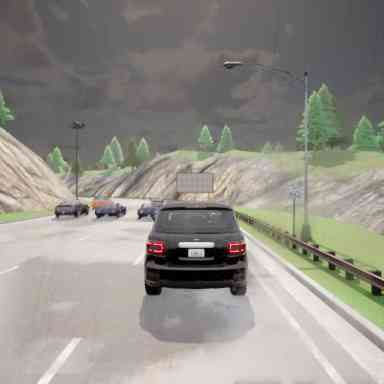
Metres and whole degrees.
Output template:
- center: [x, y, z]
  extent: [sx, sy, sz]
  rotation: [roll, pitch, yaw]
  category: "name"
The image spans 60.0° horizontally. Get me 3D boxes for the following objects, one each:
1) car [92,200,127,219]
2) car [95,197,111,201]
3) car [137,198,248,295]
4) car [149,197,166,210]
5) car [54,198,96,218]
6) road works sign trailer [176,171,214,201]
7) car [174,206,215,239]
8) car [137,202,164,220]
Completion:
- center: [-6.999, 1.601, 29.168]
  extent: [1.895, 1.301, 4.718]
  rotation: [0, 0, -1]
  category: "car"
- center: [-11.471, 1.352, 42.432]
  extent: [2.097, 1.767, 4.553]
  rotation: [0, 0, -6]
  category: "car"
- center: [0.088, 1.221, 8.833]
  extent: [2.150, 2.045, 5.566]
  rotation: [0, 0, 0]
  category: "car"
- center: [-4.533, 1.491, 43.267]
  extent: [2.128, 1.511, 4.902]
  rotation: [0, 0, -7]
  category: "car"
- center: [-10.511, 1.490, 29.474]
  extent: [2.128, 1.511, 4.902]
  rotation: [0, 0, -1]
  category: "car"
- center: [0.189, 0.464, 21.555]
  extent: [2.380, 3.560, 2.880]
  rotation: [0, 0, 0]
  category: "road works sign trailer"
- center: [0.114, 1.559, 18.058]
  extent: [1.994, 1.385, 4.181]
  rotation: [0, 0, 0]
  category: "car"
- center: [-3.485, 1.600, 28.829]
  extent: [1.895, 1.301, 4.718]
  rotation: [0, 0, -1]
  category: "car"
